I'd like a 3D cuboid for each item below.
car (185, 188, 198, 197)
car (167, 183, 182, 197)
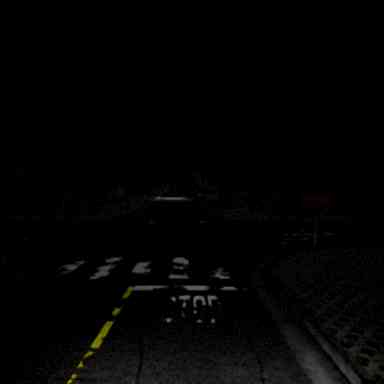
[{"bbox_3d":[-0.023,-0.010,53.082,1.994,1.385,4.181,0,2,0],"label":"car"},{"bbox_3d":[-2.773,-0.358,53.192,2.150,2.045,5.566,0,2,0],"label":"car"}]
